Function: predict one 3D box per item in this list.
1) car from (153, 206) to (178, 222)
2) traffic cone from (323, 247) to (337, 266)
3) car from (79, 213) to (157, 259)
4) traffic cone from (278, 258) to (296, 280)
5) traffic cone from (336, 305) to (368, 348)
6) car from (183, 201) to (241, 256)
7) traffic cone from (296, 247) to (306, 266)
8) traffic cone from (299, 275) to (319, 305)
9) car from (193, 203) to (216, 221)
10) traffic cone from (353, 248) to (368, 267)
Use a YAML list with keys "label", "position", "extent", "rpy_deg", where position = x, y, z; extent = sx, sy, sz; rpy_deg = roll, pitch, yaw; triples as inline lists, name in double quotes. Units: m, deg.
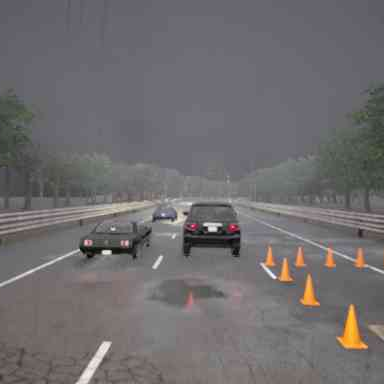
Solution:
- label: "car"
  position: [-2.385, 1.911, 30.046]
  extent: [1.994, 1.385, 4.181]
  rpy_deg: [1, -1, 1]
- label: "traffic cone"
  position: [4.610, 2.152, 11.122]
  extent: [0.340, 0.580, 0.340]
  rpy_deg: [1, -1, 1]
- label: "car"
  position: [-2.753, 1.736, 13.176]
  extent: [1.895, 1.301, 4.718]
  rpy_deg: [1, -1, 1]
- label: "traffic cone"
  position: [2.567, 2.103, 9.167]
  extent: [0.340, 0.580, 0.340]
  rpy_deg: [1, -1, 1]
- label: "traffic cone"
  position: [2.480, 2.052, 5.168]
  extent: [0.340, 0.580, 0.340]
  rpy_deg: [1, -1, 1]
- label: "car"
  position: [0.773, 1.411, 14.211]
  extent: [2.150, 2.045, 5.566]
  rpy_deg: [1, -1, 1]
- label: "traffic cone"
  position: [3.610, 2.140, 11.144]
  extent: [0.340, 0.580, 0.340]
  rpy_deg: [1, -1, 1]
- label: "traffic cone"
  position: [2.523, 2.078, 7.167]
  extent: [0.340, 0.580, 0.340]
  rpy_deg: [1, -1, 1]
- label: "car"
  position: [1.173, 1.912, 32.644]
  extent: [2.128, 1.511, 4.902]
  rpy_deg: [1, -1, 1]
- label: "traffic cone"
  position: [5.610, 2.164, 11.100]
  extent: [0.340, 0.580, 0.340]
  rpy_deg: [1, -1, 1]
